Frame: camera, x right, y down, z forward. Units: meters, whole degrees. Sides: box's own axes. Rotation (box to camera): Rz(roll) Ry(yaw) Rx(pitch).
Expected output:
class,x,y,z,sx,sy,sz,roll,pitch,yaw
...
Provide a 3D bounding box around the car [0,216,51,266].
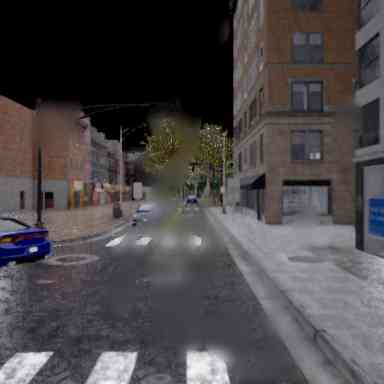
class,x,y,z,sx,sy,sz,roll,pitch,yaw
car,-6.689,1.432,10.148,5.008,1.535,1.882,0,-1,22

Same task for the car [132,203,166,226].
class,x,y,z,sx,sy,sz,roll,pitch,yaw
car,-2.843,1.476,22.956,1.812,1.442,4.674,0,0,1

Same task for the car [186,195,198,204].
class,x,y,z,sx,sy,sz,roll,pitch,yaw
car,-0.006,1.382,62.122,1.882,1.535,5.008,0,0,0
